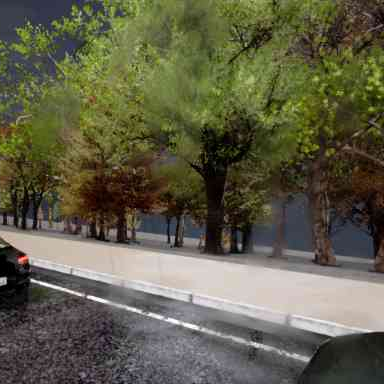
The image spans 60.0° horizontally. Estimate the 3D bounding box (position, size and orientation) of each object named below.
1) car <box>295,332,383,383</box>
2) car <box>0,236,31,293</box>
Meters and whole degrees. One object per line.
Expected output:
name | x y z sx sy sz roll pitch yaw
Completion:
car | 2.630 1.564 1.810 4.181 1.385 1.994 0 0 35
car | -5.487 1.524 7.556 4.674 1.442 1.812 0 0 35
